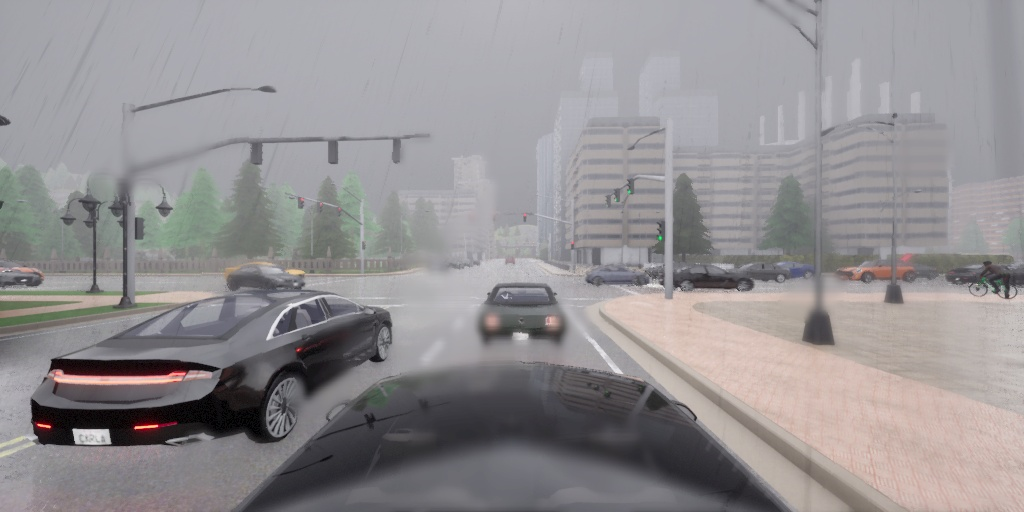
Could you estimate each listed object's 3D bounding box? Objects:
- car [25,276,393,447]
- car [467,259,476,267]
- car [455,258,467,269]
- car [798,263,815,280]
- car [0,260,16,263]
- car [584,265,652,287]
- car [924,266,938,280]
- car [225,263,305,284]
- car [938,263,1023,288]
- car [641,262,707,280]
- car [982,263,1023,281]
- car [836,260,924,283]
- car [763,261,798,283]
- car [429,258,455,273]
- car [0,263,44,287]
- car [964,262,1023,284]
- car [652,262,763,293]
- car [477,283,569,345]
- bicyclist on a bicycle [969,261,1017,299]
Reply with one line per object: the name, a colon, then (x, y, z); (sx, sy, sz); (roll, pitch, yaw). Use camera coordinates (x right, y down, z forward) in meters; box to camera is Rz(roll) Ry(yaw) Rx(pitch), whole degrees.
car: (-3.330, 1.242, 5.313); (2.128, 1.511, 4.902); (0, 0, 1)
car: (-8.150, 1.254, 64.164); (1.837, 1.490, 4.892); (0, 0, 3)
car: (-8.525, 1.101, 54.027); (2.097, 1.767, 4.553); (0, 0, 2)
car: (23.311, 1.227, 30.748); (5.008, 1.535, 1.882); (0, 0, 2)
car: (-36.568, 1.101, 25.573); (4.553, 1.767, 2.097); (0, 0, 2)
car: (6.989, 1.314, 24.083); (4.181, 1.385, 1.994); (0, 0, 2)
car: (33.267, 1.314, 30.415); (4.181, 1.385, 1.994); (0, 0, 1)
car: (-13.874, 1.275, 20.237); (4.674, 1.442, 1.812); (0, 0, 21)
car: (31.438, 1.254, 23.274); (4.892, 1.490, 1.837); (0, 0, 2)
car: (13.964, 1.255, 31.057); (4.892, 1.490, 1.837); (0, 0, 2)
car: (43.478, 1.297, 30.047); (5.357, 1.411, 2.033); (0, 0, 2)
car: (27.417, 1.102, 27.107); (4.553, 1.767, 2.097); (0, 0, 2)
car: (18.485, 1.254, 27.406); (4.892, 1.490, 1.837); (0, 0, 2)
car: (-8.861, 1.241, 44.299); (2.128, 1.511, 4.902); (0, 0, 2)
car: (-31.653, 1.314, 21.882); (4.181, 1.385, 1.994); (0, 0, 2)
car: (37.532, 1.227, 26.761); (5.008, 1.535, 1.882); (0, 0, 2)
car: (11.004, 1.227, 20.450); (5.008, 1.535, 1.882); (0, 0, 2)
car: (0.263, 1.351, 9.464); (1.895, 1.301, 4.718); (0, 0, 1)
bicyclist on a bicycle: (21.182, 1.051, 15.827); (0.582, 1.620, 1.656); (0, 0, 2)
